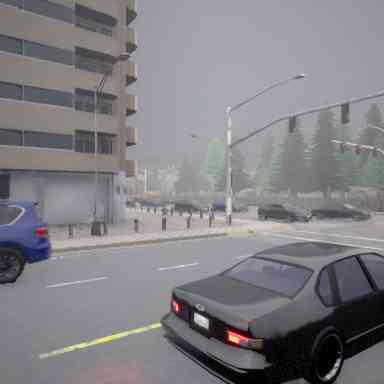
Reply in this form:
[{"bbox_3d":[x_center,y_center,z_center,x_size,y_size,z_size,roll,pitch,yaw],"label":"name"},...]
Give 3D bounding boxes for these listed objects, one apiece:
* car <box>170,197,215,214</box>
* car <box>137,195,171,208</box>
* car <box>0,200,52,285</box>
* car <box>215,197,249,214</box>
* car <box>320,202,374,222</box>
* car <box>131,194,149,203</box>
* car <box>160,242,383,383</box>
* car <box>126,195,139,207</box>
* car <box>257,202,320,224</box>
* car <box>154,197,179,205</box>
[{"bbox_3d":[-0.020,1.561,36.396,1.837,1.490,4.892,0,0,-36],"label":"car"},{"bbox_3d":[-5.863,1.603,50.525,2.033,1.411,5.357,0,0,-36],"label":"car"},{"bbox_3d":[-6.369,1.221,7.996,5.566,2.045,2.150,0,0,-35],"label":"car"},{"bbox_3d":[4.167,1.407,36.568,2.097,1.767,4.553,0,0,-36],"label":"car"},{"bbox_3d":[11.952,1.564,26.630,1.812,1.442,4.674,0,-1,-44],"label":"car"},{"bbox_3d":[-10.952,1.408,69.855,2.097,1.767,4.553,0,0,-36],"label":"car"},{"bbox_3d":[2.162,1.547,5.320,5.357,1.411,2.033,0,0,-35],"label":"car"},{"bbox_3d":[-10.332,1.533,50.753,1.882,1.535,5.008,0,0,-36],"label":"car"},{"bbox_3d":[7.094,1.558,25.708,1.837,1.490,4.892,0,0,-28],"label":"car"},{"bbox_3d":[-4.743,1.603,61.283,2.033,1.411,5.357,0,0,-36],"label":"car"}]
